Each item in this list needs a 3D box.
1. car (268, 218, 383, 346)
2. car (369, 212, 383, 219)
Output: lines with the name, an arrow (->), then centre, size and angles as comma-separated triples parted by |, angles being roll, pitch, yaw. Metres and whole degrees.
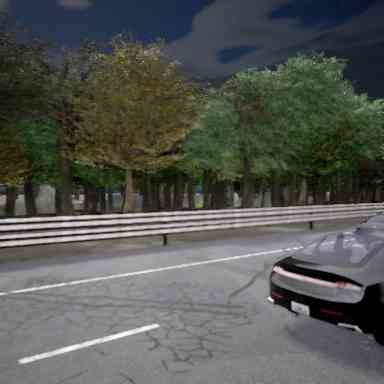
car -> 3.563, 1.491, 6.289 | 4.902, 1.511, 2.128 | 0, 0, -35
car -> 8.895, 1.555, 14.392 | 4.181, 1.385, 1.994 | 0, 0, -36
